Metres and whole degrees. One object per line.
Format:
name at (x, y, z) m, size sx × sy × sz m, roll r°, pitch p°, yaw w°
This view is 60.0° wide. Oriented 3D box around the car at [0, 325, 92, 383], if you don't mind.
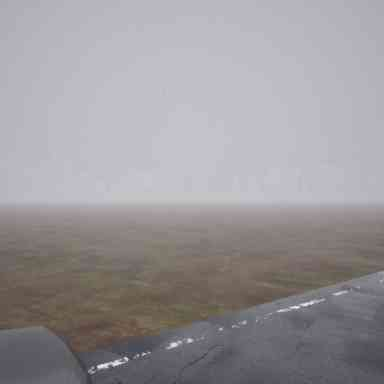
car at (-3.019, 1.548, 1.257) m, size 5.357 × 1.411 × 2.033 m, roll 0°, pitch 0°, yaw -35°
